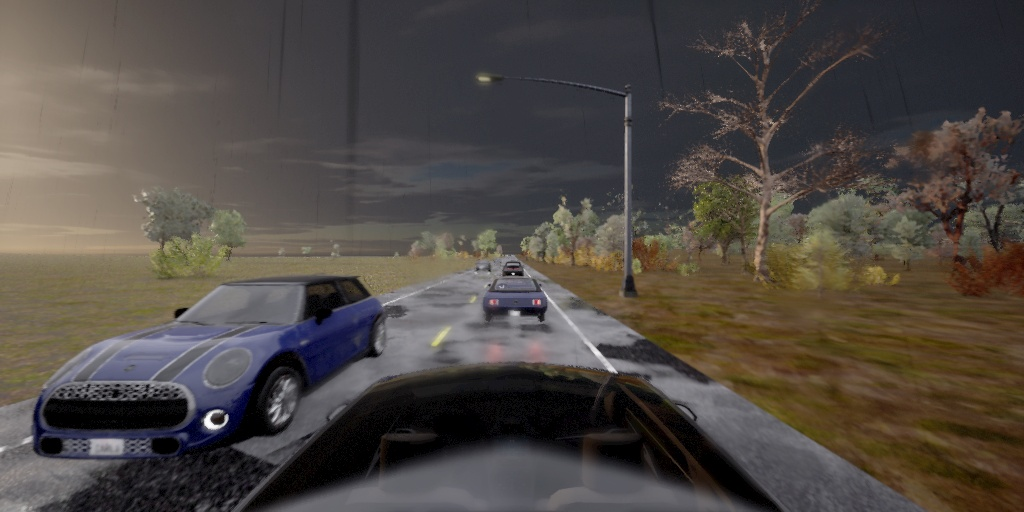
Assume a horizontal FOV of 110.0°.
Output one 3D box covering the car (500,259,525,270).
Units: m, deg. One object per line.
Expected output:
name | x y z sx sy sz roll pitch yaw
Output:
car | 0.102 1.248 32.496 1.837 1.490 4.892 0 0 0

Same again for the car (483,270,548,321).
car | 0.102 1.350 12.424 1.895 1.301 4.718 0 0 0

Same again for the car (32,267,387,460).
car | -3.600 1.102 5.429 2.097 1.767 4.553 0 0 0

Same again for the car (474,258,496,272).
car | -3.586 1.221 45.141 2.128 1.511 4.902 0 0 0
